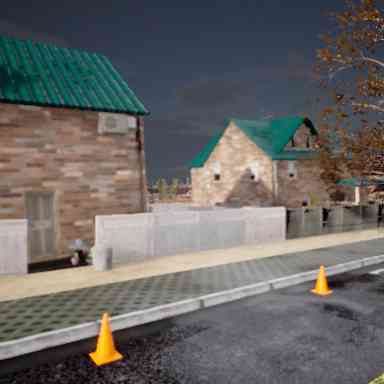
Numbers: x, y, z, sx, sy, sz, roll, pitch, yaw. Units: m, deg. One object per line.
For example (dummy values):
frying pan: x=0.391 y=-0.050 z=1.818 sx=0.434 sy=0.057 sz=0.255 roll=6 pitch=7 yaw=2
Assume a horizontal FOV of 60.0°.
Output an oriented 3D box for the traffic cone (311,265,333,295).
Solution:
traffic cone: x=2.908 y=1.937 z=7.438 sx=0.340 sy=0.580 sz=0.340 roll=0 pitch=0 yaw=-35

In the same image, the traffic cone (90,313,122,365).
traffic cone: x=-1.172 y=1.950 z=4.537 sx=0.340 sy=0.580 sz=0.340 roll=0 pitch=0 yaw=-35
